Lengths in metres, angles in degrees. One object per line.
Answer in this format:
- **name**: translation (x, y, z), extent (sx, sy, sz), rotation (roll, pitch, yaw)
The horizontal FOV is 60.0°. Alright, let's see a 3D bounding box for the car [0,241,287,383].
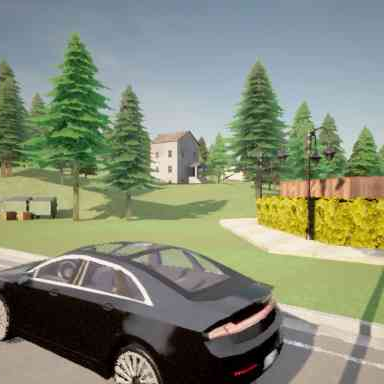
- **car**: translation (-1.162, 1.490, 4.817), extent (4.902, 1.511, 2.128), rotation (0, 0, 36)
